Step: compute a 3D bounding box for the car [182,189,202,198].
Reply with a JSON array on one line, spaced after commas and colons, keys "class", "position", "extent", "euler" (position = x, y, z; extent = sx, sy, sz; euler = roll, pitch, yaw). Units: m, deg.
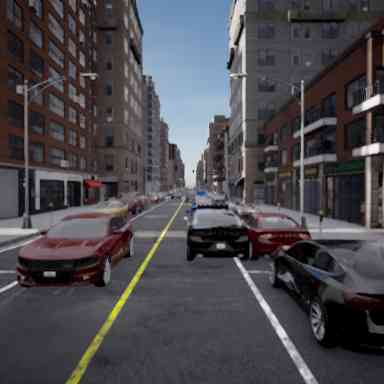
[{"class": "car", "position": [0.015, 0.762, 49.013], "extent": [2.128, 1.511, 4.902], "euler": [0, 1, 0]}]

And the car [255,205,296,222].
[{"class": "car", "position": [2.637, 1.370, 11.484], "extent": [1.887, 1.381, 4.507], "euler": [0, 1, 0]}]

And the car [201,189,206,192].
[{"class": "car", "position": [2.635, 0.695, 50.111], "extent": [1.967, 1.590, 4.097], "euler": [0, 1, 0]}]

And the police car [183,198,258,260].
[{"class": "police car", "position": [0.728, 1.248, 11.754], "extent": [1.930, 1.638, 5.238], "euler": [0, 1, -1]}]

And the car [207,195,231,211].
[{"class": "car", "position": [2.636, 1.050, 33.558], "extent": [2.008, 1.369, 4.403], "euler": [0, 1, 0]}]

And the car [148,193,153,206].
[{"class": "car", "position": [-5.389, 1.081, 33.551], "extent": [1.802, 1.307, 4.206], "euler": [0, 1, 0]}]

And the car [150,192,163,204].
[{"class": "car", "position": [-5.390, 0.777, 44.585], "extent": [1.967, 1.590, 4.097], "euler": [0, 1, 0]}]

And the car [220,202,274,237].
[{"class": "car", "position": [2.636, 1.295, 17.002], "extent": [2.008, 1.369, 4.403], "euler": [0, 1, 0]}]

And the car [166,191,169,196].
[{"class": "car", "position": [-5.390, 0.724, 55.622], "extent": [2.008, 1.369, 4.403], "euler": [0, 1, 0]}]

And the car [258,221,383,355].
[{"class": "car", "position": [2.637, 1.474, 5.966], "extent": [1.947, 1.339, 4.313], "euler": [0, 1, 0]}]

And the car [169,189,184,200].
[{"class": "car", "position": [-2.763, 0.641, 58.316], "extent": [1.837, 1.490, 4.892], "euler": [0, 0, 0]}]

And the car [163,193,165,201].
[{"class": "car", "position": [-5.390, 0.783, 49.933], "extent": [1.752, 1.417, 4.829], "euler": [0, 1, 0]}]

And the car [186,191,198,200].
[{"class": "car", "position": [-0.003, 0.621, 62.359], "extent": [2.033, 1.411, 5.357], "euler": [0, 1, 0]}]

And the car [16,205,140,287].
[{"class": "car", "position": [-2.848, 1.338, 9.146], "extent": [1.882, 1.535, 5.008], "euler": [0, 1, 0]}]

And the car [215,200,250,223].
[{"class": "car", "position": [2.636, 1.244, 22.521], "extent": [1.802, 1.307, 4.206], "euler": [0, 1, 0]}]

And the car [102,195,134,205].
[{"class": "car", "position": [-5.384, 1.190, 22.346], "extent": [1.752, 1.417, 4.829], "euler": [0, 1, 0]}]

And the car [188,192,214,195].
[{"class": "car", "position": [0.824, 1.065, 27.662], "extent": [1.882, 1.535, 5.008], "euler": [0, 1, 0]}]

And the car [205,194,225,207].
[{"class": "car", "position": [2.635, 0.968, 39.076], "extent": [2.008, 1.369, 4.403], "euler": [0, 1, 0]}]

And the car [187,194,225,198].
[{"class": "car", "position": [0.824, 1.153, 21.662], "extent": [1.882, 1.535, 5.008], "euler": [0, 1, 0]}]

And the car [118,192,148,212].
[{"class": "car", "position": [-5.389, 0.896, 28.029], "extent": [2.192, 1.841, 5.009], "euler": [0, 1, 0]}]
